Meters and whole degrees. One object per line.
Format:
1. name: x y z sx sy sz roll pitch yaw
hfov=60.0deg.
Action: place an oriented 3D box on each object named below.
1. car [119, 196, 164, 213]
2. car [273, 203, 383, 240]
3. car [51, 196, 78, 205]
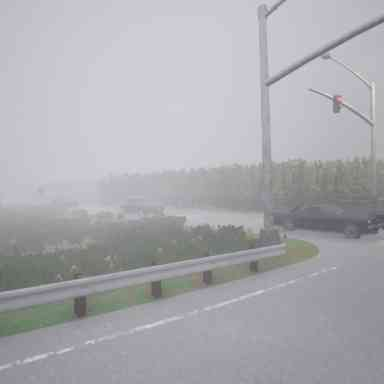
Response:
1. car: -4.038 1.113 26.228 1.837 1.490 4.892 -3 1 -40
2. car: 5.860 1.153 14.502 1.895 1.301 4.718 -3 2 -38
3. car: -15.124 1.182 39.317 1.882 1.535 5.008 -3 2 -41
